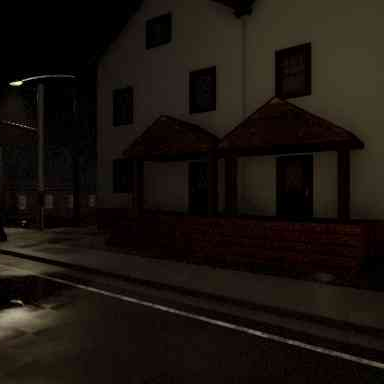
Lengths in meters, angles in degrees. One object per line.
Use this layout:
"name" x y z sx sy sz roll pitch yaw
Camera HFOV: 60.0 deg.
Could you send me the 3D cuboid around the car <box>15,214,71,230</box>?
"car" -13.692 2.815 30.832 1.837 1.490 4.892 0 -9 36
